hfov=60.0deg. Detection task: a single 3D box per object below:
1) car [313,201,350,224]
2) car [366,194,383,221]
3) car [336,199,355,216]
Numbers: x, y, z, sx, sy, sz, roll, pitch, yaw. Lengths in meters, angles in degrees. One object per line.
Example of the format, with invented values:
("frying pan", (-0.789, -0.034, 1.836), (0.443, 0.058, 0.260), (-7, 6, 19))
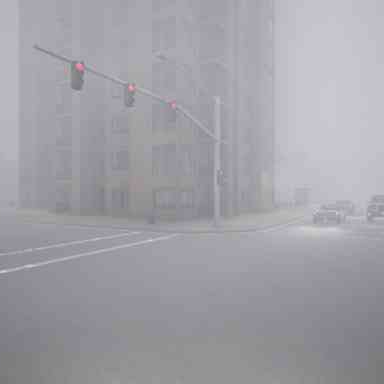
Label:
("car", (10.492, 1.601, 25.231), (1.895, 1.301, 4.718), (0, 0, 30))
("car", (15.314, 1.221, 26.521), (2.150, 2.045, 5.566), (0, 0, 31))
("car", (15.181, 1.505, 33.281), (1.837, 1.490, 4.892), (0, 0, 30))
